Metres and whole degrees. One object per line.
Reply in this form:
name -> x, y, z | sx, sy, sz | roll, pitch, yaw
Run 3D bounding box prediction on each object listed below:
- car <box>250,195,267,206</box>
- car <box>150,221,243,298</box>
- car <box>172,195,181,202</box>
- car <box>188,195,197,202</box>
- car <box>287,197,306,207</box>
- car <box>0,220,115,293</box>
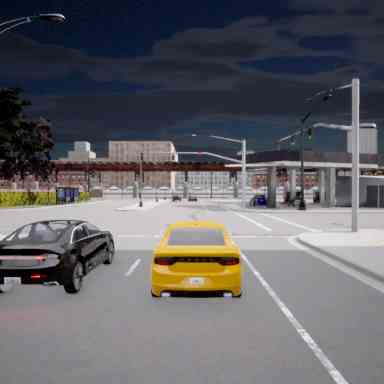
car -> 9.816, 1.253, 48.826 | 2.242, 1.667, 4.611 | 0, 0, 0
car -> 0.100, 1.468, 8.553 | 1.882, 1.535, 5.008 | 0, 0, 0
car -> -3.342, 1.386, 73.529 | 1.837, 1.490, 4.892 | 0, 0, 0
car -> 0.157, 1.446, 73.522 | 1.994, 1.385, 4.181 | 0, 0, 0
car -> 15.562, 1.425, 49.576 | 1.970, 1.475, 3.806 | 0, 0, 0
car -> -3.399, 1.474, 8.770 | 2.128, 1.511, 4.902 | 0, 0, 0
